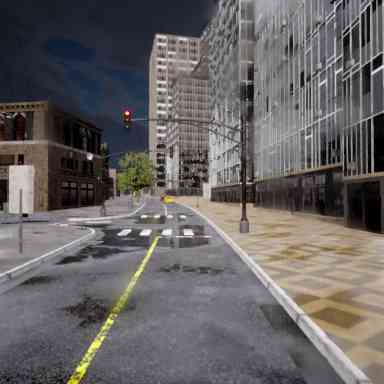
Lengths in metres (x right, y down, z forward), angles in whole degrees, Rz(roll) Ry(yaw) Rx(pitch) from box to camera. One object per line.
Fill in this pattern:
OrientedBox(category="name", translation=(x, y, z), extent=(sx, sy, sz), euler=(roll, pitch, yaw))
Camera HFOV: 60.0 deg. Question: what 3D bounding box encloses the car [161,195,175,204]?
OrientedBox(category="car", translation=(-4.519, 1.466, 65.967), extent=(1.882, 1.535, 5.008), euler=(0, 0, -8))
